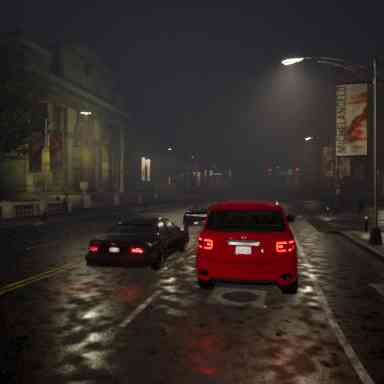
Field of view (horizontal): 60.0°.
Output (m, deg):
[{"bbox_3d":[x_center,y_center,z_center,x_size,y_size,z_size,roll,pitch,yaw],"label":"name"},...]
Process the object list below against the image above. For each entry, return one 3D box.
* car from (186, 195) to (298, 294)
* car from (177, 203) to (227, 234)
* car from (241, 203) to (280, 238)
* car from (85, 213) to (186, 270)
[{"bbox_3d":[1.591,1.221,9.061,2.150,2.045,5.566,0,0,13],"label":"car"},{"bbox_3d":[0.798,1.491,20.554,2.128,1.511,4.902,0,0,14],"label":"car"},{"bbox_3d":[3.942,1.478,18.723,1.882,1.535,5.008,0,0,14],"label":"car"},{"bbox_3d":[-1.483,1.547,11.076,2.033,1.411,5.357,0,0,12],"label":"car"}]
